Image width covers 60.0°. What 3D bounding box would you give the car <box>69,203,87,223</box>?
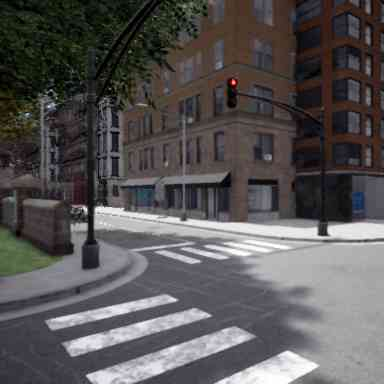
[{"bbox_3d":[-9.208,1.524,24.596,1.994,1.385,4.181,0,0,-36],"label":"car"}]
